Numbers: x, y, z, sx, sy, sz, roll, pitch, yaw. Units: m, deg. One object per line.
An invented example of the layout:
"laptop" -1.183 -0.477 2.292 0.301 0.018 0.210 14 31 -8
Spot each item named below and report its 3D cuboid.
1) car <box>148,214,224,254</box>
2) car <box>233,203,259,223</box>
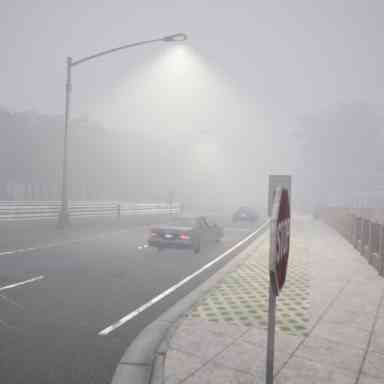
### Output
"car" -0.039 1.697 14.525 2.033 1.411 5.357 2 0 19
"car" 4.941 1.980 29.986 1.994 1.385 4.181 2 -1 17
